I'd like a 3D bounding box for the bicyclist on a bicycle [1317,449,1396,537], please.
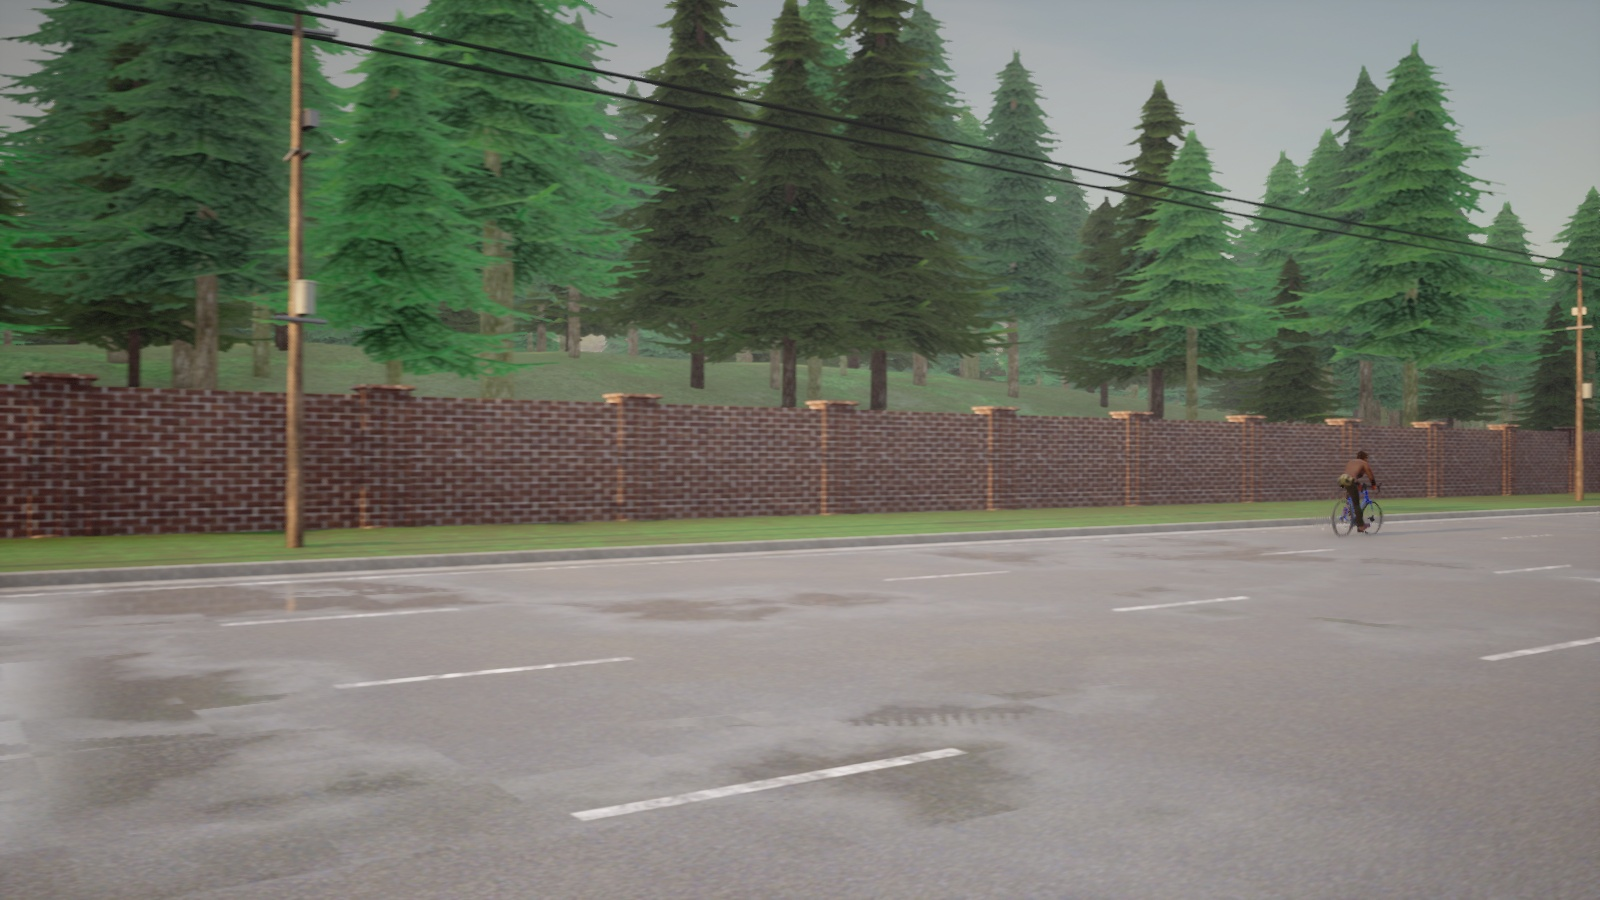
[{"bbox_3d":[10.539,0.798,23.754,1.656,1.620,0.582,1,-1,-35],"label":"bicyclist on a bicycle"}]
